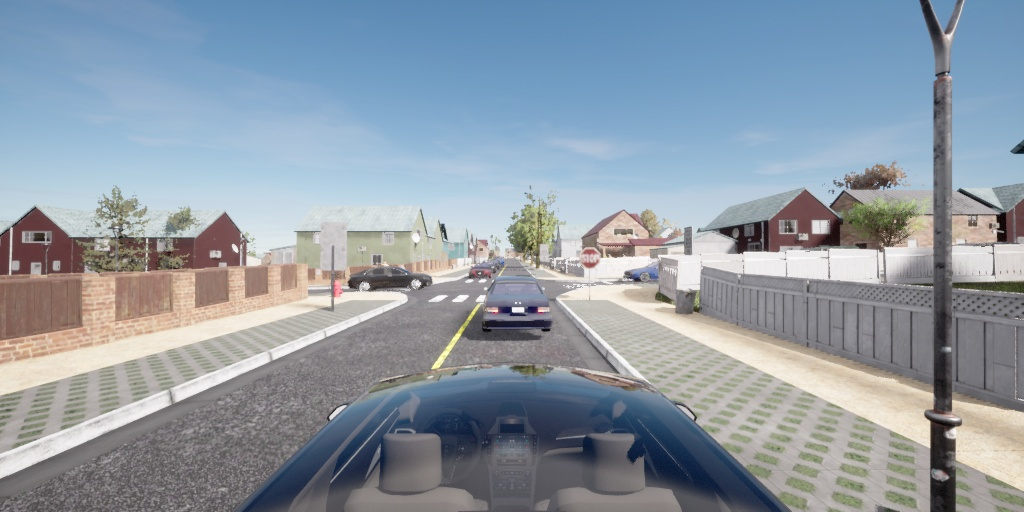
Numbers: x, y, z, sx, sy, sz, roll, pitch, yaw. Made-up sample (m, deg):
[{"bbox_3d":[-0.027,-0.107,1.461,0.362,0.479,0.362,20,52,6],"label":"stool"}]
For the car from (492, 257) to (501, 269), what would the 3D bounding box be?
[{"bbox_3d":[-2.770,1.243,41.768,2.128,1.511,4.902,0,0,0],"label":"car"}]

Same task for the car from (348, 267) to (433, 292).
[{"bbox_3d":[-7.334,1.391,21.879,4.892,1.490,1.837,-2,-1,-10],"label":"car"}]

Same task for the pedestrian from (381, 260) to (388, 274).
[{"bbox_3d":[-9.644,1.212,27.177,0.375,1.860,0.375,0,0,0],"label":"pedestrian"}]

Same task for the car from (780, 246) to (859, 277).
[{"bbox_3d":[20.688,0.409,24.395,5.566,2.045,2.150,-2,-1,0],"label":"car"}]

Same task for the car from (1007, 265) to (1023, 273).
[{"bbox_3d":[32.971,0.362,21.490,4.181,1.385,1.994,-2,-1,0],"label":"car"}]

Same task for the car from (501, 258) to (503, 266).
[{"bbox_3d":[-2.744,1.275,52.712,1.812,1.442,4.674,0,0,0],"label":"car"}]

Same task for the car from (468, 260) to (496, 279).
[{"bbox_3d":[-2.792,1.316,32.801,1.994,1.385,4.181,0,0,0],"label":"car"}]

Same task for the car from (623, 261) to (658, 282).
[{"bbox_3d":[10.409,1.013,24.385,5.357,1.411,2.033,-2,-1,1],"label":"car"}]

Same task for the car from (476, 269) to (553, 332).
[{"bbox_3d":[0.093,1.300,10.848,2.033,1.411,5.357,0,0,-1],"label":"car"}]

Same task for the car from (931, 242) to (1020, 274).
[{"bbox_3d":[31.406,0.122,24.426,5.566,2.045,2.150,-2,-1,0],"label":"car"}]
